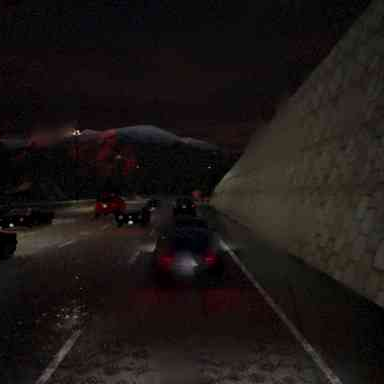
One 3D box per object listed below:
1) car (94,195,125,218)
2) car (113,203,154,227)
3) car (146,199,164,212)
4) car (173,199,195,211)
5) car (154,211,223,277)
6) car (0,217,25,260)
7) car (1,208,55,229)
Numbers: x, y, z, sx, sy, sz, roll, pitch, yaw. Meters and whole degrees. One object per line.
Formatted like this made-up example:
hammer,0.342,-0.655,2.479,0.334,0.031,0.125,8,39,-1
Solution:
car,-7.765,1.344,32.018,2.150,2.045,5.566,0,0,-2
car,-4.023,1.680,23.680,1.895,1.301,4.718,0,0,-2
car,-4.492,1.622,40.107,1.837,1.490,4.892,0,0,-2
car,-0.772,1.426,32.361,2.097,1.767,4.553,0,0,-2
car,-0.137,1.549,10.232,1.812,1.442,4.674,0,0,-2
car,-7.129,1.672,9.866,1.895,1.301,4.718,0,0,-2
car,-10.989,1.726,22.416,1.895,1.301,4.718,0,0,-2
